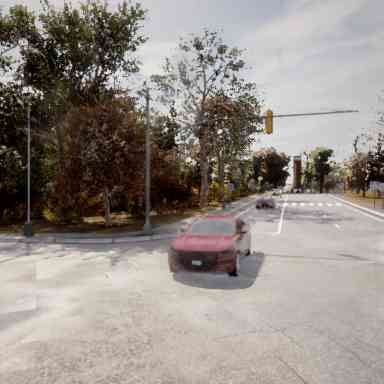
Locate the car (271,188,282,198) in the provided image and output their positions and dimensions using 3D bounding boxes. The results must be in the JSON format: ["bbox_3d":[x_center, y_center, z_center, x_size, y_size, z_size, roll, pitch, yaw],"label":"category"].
[{"bbox_3d":[15.032,0.155,59.329,1.882,1.535,5.008,0,2,17],"label":"car"}]

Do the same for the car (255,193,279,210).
[{"bbox_3d":[7.881,1.154,35.318,1.994,1.385,4.181,0,2,16],"label":"car"}]

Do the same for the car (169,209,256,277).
[{"bbox_3d":[0.789,1.497,10.658,1.882,1.535,5.008,0,0,16],"label":"car"}]
